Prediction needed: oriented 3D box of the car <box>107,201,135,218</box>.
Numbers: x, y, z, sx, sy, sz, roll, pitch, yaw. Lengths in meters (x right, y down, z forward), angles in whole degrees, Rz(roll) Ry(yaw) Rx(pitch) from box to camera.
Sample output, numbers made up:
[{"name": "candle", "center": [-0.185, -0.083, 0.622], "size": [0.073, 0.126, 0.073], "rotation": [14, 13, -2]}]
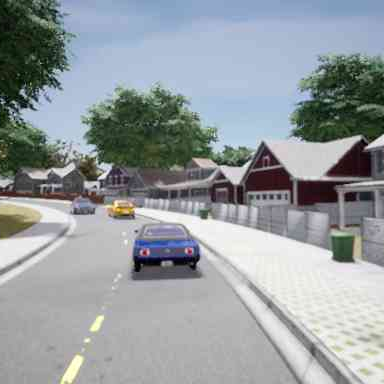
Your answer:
[{"name": "car", "center": [-6.721, 1.565, 31.323], "size": [1.882, 1.535, 5.008], "rotation": [0, 0, -23]}]

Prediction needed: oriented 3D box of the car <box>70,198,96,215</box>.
[{"name": "car", "center": [-11.465, 1.408, 34.907], "size": [2.097, 1.767, 4.553], "rotation": [0, 0, -26]}]

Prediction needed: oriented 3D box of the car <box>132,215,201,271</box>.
[{"name": "car", "center": [-0.992, 1.658, 11.192], "size": [1.895, 1.301, 4.718], "rotation": [0, 0, -8]}]
